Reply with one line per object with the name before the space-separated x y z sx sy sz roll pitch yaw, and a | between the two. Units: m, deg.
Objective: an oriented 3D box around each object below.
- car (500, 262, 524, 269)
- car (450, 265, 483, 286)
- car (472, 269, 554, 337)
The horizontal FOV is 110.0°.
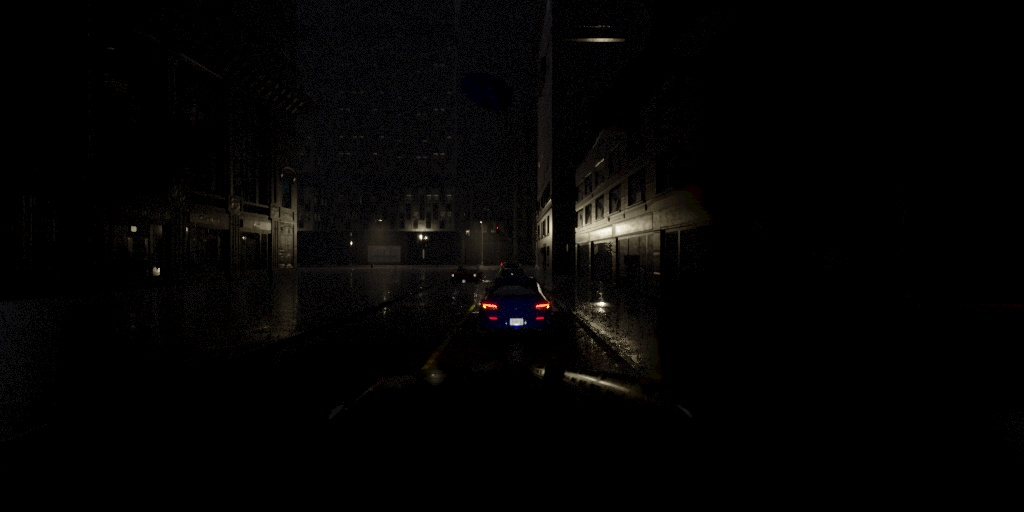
car | 0.026 1.238 31.165 2.128 1.511 4.902 0 0 0
car | -3.158 1.348 25.673 1.895 1.301 4.718 0 0 0
car | 0.082 1.275 10.147 1.812 1.442 4.674 0 0 0
